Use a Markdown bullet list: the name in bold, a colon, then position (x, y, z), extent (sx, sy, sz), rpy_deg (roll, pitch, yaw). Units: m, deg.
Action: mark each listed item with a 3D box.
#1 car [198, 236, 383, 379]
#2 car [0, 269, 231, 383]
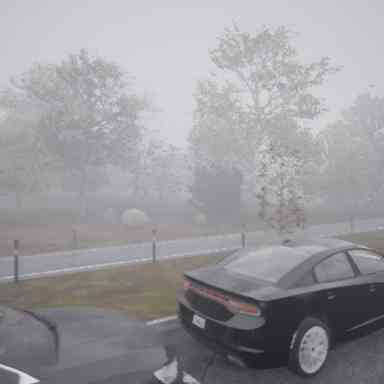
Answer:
- **car**: position (2.159, 1.492, 5.593), extent (5.008, 1.535, 2.097), rpy_deg (0, 0, -33)
- **car**: position (-2.353, 1.517, 2.377), extent (4.892, 1.521, 2.231), rpy_deg (1, 0, -33)
